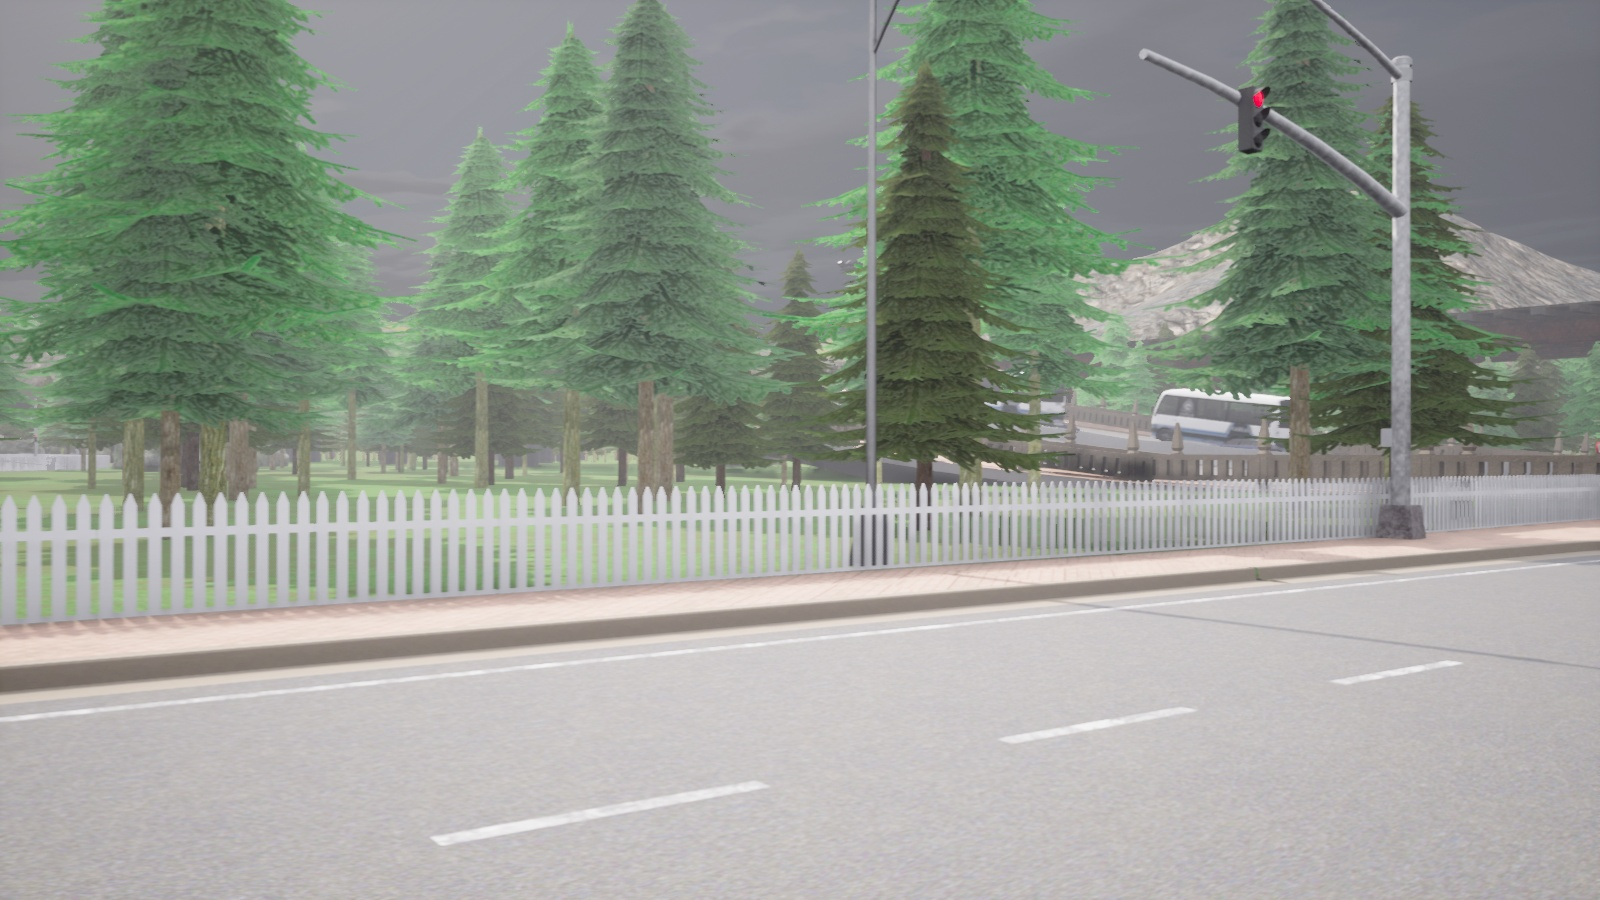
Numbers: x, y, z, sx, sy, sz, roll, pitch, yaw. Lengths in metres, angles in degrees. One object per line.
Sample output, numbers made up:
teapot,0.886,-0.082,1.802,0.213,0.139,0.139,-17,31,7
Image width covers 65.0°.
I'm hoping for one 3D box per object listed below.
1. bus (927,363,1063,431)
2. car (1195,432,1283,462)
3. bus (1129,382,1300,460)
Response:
bus,14.940,-4.180,97.165,3.944,4.253,10.273,0,7,-36
car,27.810,-0.205,79.640,2.163,1.488,4.792,0,6,-36
bus,27.953,-2.060,85.362,3.944,4.253,10.273,0,7,-36
